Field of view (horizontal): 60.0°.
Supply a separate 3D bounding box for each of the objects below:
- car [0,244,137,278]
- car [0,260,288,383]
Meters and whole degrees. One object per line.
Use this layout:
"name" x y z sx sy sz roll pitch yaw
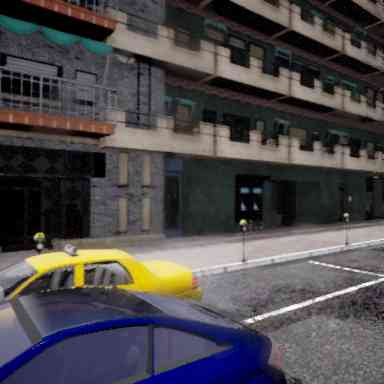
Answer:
"car" -2.105 1.528 5.048 4.829 1.417 1.752 0 0 -36
"car" -1.168 1.565 2.540 4.181 1.385 1.994 0 0 -36
